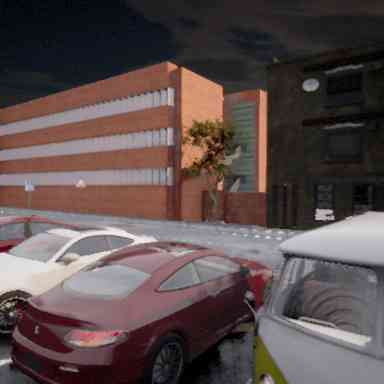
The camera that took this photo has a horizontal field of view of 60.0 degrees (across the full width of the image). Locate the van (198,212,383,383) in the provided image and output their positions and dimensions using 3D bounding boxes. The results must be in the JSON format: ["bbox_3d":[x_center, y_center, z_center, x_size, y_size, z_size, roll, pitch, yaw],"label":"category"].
[{"bbox_3d":[2.107,1.255,3.348,1.878,1.987,4.442,0,0,35],"label":"van"}]

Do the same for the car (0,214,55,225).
[{"bbox_3d":[-4.840,1.380,8.450,2.097,1.535,5.008,1,1,35],"label":"car"}]

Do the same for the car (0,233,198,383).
[{"bbox_3d":[-0.237,1.503,5.159,2.002,1.452,4.674,1,1,35],"label":"car"}]

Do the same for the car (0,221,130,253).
[{"bbox_3d":[-2.542,1.464,6.808,2.002,1.452,4.674,1,1,35],"label":"car"}]
